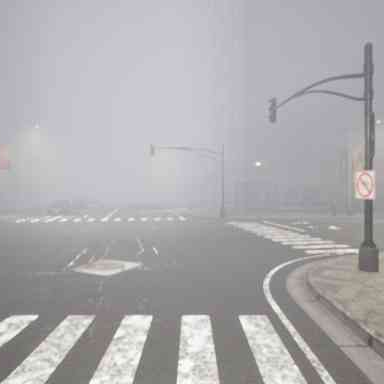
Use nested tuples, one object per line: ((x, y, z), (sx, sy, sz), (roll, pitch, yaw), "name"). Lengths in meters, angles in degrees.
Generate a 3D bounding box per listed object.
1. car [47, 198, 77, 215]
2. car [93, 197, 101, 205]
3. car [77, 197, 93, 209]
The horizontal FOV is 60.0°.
((-13.217, 1.527, 33.642), (1.812, 1.442, 4.674), (0, 0, -10), "car")
((-17.358, 1.583, 59.328), (1.994, 1.385, 4.181), (0, 0, -9), "car")
((-15.113, 1.485, 45.356), (1.882, 1.535, 5.008), (0, 0, -9), "car")
